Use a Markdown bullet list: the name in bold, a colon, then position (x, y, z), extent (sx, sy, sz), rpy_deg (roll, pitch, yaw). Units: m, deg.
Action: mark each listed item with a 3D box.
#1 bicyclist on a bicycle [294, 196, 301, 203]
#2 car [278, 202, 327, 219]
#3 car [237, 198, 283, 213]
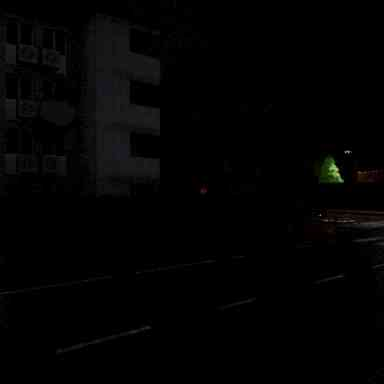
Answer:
- **bicyclist on a bicycle**: position (12.514, 1.278, 39.540), extent (1.656, 1.620, 0.582), rpy_deg (0, 0, -36)
- **car**: position (9.154, 1.578, 28.770), extent (1.895, 1.301, 4.718), rpy_deg (0, 0, -35)
- **car**: position (7.553, 1.467, 37.384), extent (2.128, 1.511, 4.902), rpy_deg (0, 0, -35)
